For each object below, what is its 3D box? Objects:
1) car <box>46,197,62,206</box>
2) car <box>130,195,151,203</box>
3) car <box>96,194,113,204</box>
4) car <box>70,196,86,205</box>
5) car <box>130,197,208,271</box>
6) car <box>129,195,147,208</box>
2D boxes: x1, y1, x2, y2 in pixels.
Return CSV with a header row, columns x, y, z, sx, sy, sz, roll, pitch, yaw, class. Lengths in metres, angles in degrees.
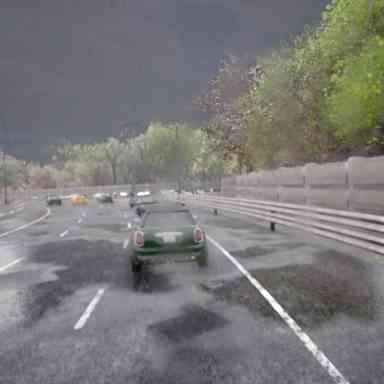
x,y,z,sx,sy,sz,roll,pitch,yaw,class
-22.672,1.492,54.471,1.882,1.535,5.008,-3,1,-31,car
-3.777,1.180,27.977,2.128,1.511,4.902,-3,1,-12,car
-14.131,1.167,53.647,1.837,1.490,4.892,-3,1,-28,car
-18.804,1.320,54.790,1.882,1.535,5.008,-3,1,-30,car
-0.819,1.228,10.842,2.097,1.767,4.553,-3,1,-6,car
-6.739,1.133,41.421,1.994,1.385,4.181,-3,1,-11,car
